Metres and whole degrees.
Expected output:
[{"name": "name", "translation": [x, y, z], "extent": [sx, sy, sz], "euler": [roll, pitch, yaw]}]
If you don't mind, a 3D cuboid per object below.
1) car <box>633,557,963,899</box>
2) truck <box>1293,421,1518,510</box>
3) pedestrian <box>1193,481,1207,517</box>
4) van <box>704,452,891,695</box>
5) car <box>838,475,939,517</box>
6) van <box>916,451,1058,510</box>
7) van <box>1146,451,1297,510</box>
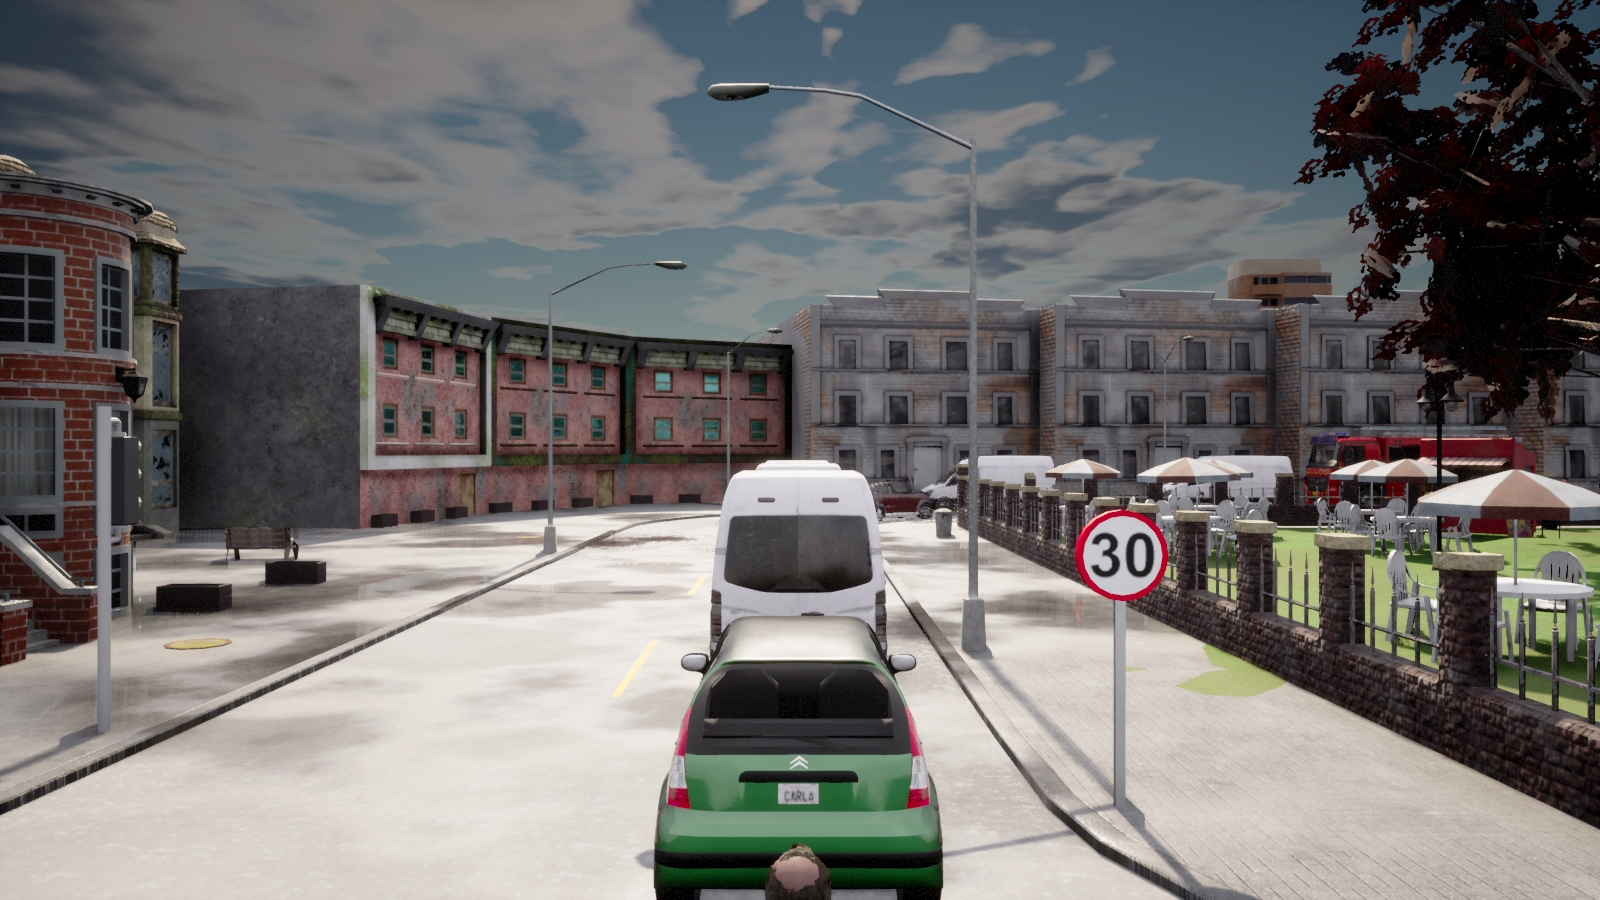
[{"name": "car", "translation": [-0.015, 1.779, 8.404], "extent": [1.851, 1.617, 3.988], "euler": [0, 0, 0]}, {"name": "truck", "translation": [26.737, 0.670, 50.713], "extent": [8.468, 3.827, 2.891], "euler": [0, 0, 0]}, {"name": "pedestrian", "translation": [14.813, 1.805, 42.303], "extent": [0.375, 1.300, 0.375], "euler": [0, 0, -3]}, {"name": "van", "translation": [-0.025, 1.315, 15.105], "extent": [1.988, 2.561, 5.915], "euler": [0, 0, 0]}, {"name": "car", "translation": [3.545, 1.807, 45.482], "extent": [3.705, 1.549, 1.789], "euler": [0, -1, -36]}, {"name": "van", "translation": [8.193, 1.316, 50.416], "extent": [5.915, 2.561, 1.988], "euler": [0, 0, 0]}, {"name": "van", "translation": [18.541, 1.315, 50.452], "extent": [5.915, 2.561, 1.988], "euler": [0, 0, 0]}]
